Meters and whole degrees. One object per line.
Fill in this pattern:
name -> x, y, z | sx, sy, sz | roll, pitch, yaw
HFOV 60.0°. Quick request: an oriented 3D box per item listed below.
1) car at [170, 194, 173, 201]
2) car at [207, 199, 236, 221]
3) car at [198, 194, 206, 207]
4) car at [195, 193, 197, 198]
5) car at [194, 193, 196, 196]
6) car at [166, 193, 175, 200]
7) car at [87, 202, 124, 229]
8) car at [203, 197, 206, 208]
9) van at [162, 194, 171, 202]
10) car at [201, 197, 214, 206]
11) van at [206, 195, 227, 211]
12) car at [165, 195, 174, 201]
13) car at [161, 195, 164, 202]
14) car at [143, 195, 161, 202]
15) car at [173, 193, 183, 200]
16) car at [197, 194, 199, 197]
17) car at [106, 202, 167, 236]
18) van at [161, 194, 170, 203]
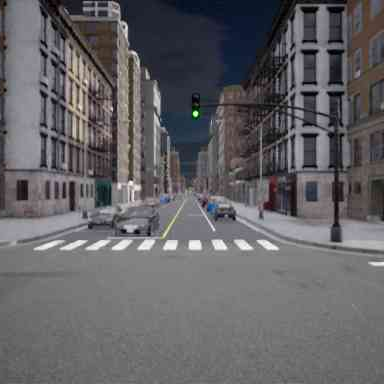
car -> -5.709, 1.333, 70.215 | 2.192, 1.841, 5.009 | 0, 0, 0
car -> 2.545, 1.556, 27.001 | 2.008, 1.369, 4.403 | 0, 0, 0
car -> 2.461, 1.325, 48.626 | 2.192, 1.841, 5.009 | 0, 0, 0
car -> 2.334, 1.563, 81.063 | 1.887, 1.381, 4.507 | 0, 0, 0
car -> 2.313, 1.586, 86.469 | 1.947, 1.339, 4.313 | 0, 0, 0
car -> -5.819, 1.338, 91.841 | 2.192, 1.841, 5.009 | 0, 0, 0
car -> -5.462, 1.557, 21.561 | 2.008, 1.369, 4.403 | 0, 0, 0
car -> 2.503, 1.590, 37.814 | 1.802, 1.307, 4.206 | 0, 0, 0
van -> -5.737, 1.360, 75.622 | 1.690, 1.788, 3.998 | 0, 0, 0
car -> 2.439, 1.578, 54.032 | 1.947, 1.339, 4.313 | 0, 0, 0
van -> 2.524, 1.348, 32.407 | 1.690, 1.788, 3.998 | 0, 0, 0
car -> -5.792, 1.572, 86.434 | 2.008, 1.369, 4.403 | 0, 0, 0
car -> -5.599, 1.537, 48.421 | 1.752, 1.417, 4.829 | 0, 0, 0
car -> -5.572, 1.451, 43.185 | 1.967, 1.590, 4.097 | 0, 0, 0
car -> -3.030, 1.436, 71.395 | 1.994, 1.385, 4.181 | 0, 0, 0
car -> 2.396, 1.540, 65.014 | 1.752, 1.417, 4.829 | 0, 0, 0
car -> -2.863, 1.548, 18.328 | 2.128, 1.511, 4.902 | 0, 1, 2
van -> -5.682, 1.357, 64.809 | 1.690, 1.788, 3.998 | 0, 0, 0
